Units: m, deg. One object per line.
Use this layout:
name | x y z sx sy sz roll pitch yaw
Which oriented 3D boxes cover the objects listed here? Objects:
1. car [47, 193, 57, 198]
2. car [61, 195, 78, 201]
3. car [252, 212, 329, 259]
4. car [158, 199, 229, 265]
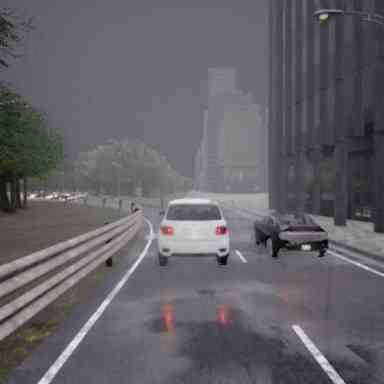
car | -34.108 1.032 80.280 2.033 1.411 5.357 0 1 -39
car | -27.005 1.356 72.942 4.718 1.301 1.895 1 1 44
car | 3.584 1.535 12.864 2.128 1.511 4.902 0 0 0
car | -0.033 1.262 12.010 2.150 2.045 5.566 0 0 -2
